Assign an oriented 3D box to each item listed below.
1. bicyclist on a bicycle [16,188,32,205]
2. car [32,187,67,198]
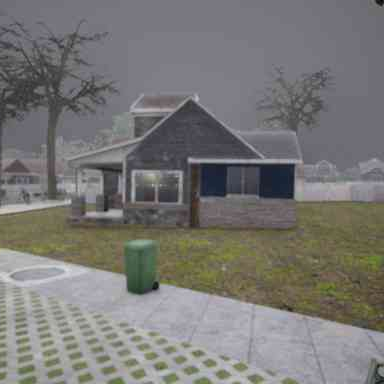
[{"bbox_3d":[-15.331,0.421,30.289,1.656,1.620,0.582,1,3,10],"label":"bicyclist on a bicycle"},{"bbox_3d":[-18.787,-0.015,44.162,2.033,1.411,5.357,1,3,10],"label":"car"}]
